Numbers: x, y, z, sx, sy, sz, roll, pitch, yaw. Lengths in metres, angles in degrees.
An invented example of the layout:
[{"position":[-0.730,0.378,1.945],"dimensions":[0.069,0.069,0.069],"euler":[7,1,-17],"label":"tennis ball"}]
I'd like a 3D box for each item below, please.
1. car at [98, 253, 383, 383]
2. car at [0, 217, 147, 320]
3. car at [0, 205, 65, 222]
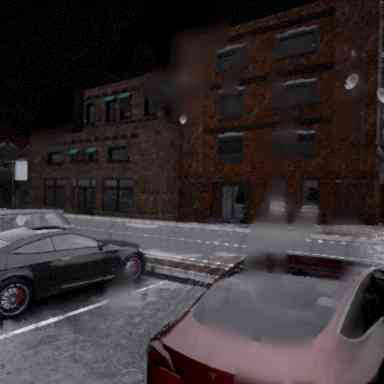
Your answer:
[{"position":[1.502,1.502,4.110],"dimensions":[2.163,1.488,4.792],"euler":[1,0,35],"label":"car"},{"position":[-3.049,1.472,7.316],"dimensions":[2.002,1.452,4.674],"euler":[1,0,35],"label":"car"},{"position":[-5.294,1.286,8.958],"dimensions":[2.185,1.767,4.553],"euler":[1,0,35],"label":"car"}]
